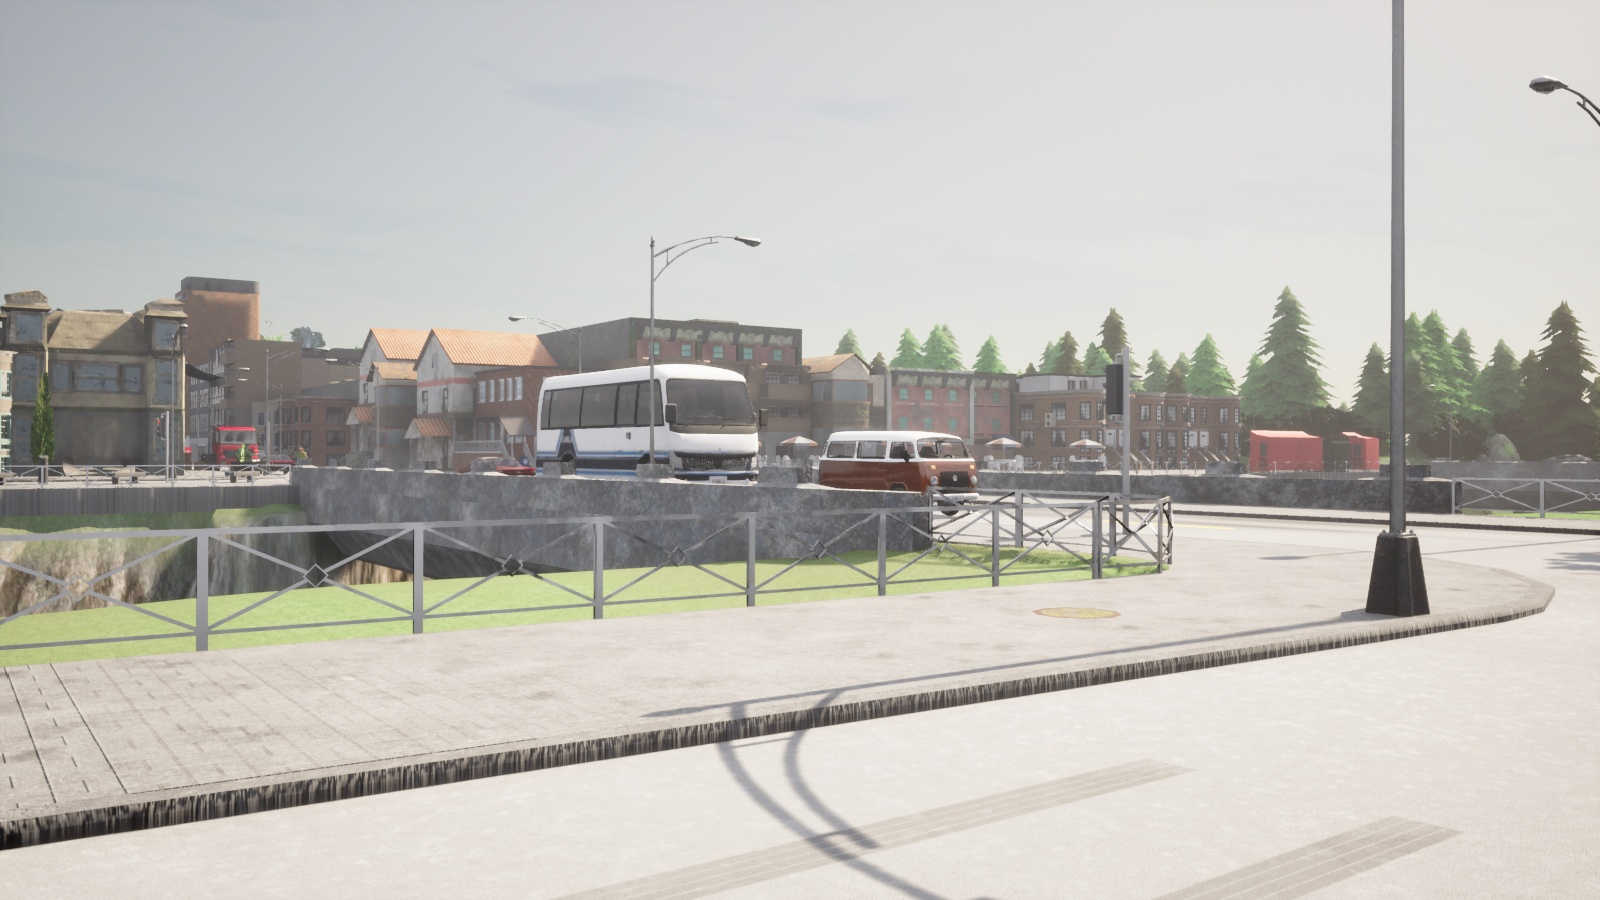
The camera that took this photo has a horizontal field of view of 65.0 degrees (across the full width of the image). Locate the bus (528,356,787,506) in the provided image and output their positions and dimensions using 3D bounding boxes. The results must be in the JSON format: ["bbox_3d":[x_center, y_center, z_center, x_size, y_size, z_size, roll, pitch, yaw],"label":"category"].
[{"bbox_3d":[-4.950,-0.521,40.842,3.944,4.253,10.273,0,0,-35],"label":"bus"}]

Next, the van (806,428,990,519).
[{"bbox_3d":[2.286,0.538,30.458,2.069,2.038,4.480,0,0,-35],"label":"van"}]

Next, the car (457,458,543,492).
[{"bbox_3d":[-12.349,0.997,51.477,1.895,1.301,4.718,0,0,-34],"label":"car"}]

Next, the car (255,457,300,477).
[{"bbox_3d":[-34.913,1.124,83.837,1.895,1.301,4.718,0,0,-34],"label":"car"}]
